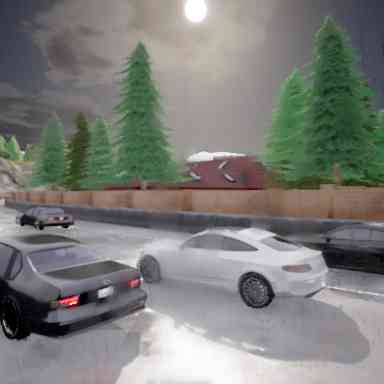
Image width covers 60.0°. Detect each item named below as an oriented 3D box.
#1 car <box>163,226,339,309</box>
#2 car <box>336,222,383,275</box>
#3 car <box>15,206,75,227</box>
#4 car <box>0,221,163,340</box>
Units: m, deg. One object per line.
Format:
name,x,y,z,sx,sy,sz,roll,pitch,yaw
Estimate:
car,0.736,1.552,7.921,4.674,1.442,1.812,0,0,38
car,4.647,1.559,9.324,4.674,1.442,1.812,0,0,37
car,-9.493,1.611,21.298,5.357,1.411,2.033,0,0,44
car,-3.274,1.568,6.597,5.357,1.411,2.033,0,0,38
